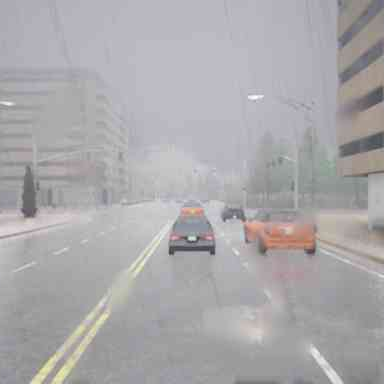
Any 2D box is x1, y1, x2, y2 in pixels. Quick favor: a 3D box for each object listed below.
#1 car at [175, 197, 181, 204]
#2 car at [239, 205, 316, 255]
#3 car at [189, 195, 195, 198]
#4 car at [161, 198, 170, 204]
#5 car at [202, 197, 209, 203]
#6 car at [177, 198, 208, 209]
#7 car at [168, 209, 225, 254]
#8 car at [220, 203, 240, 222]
[{"bbox_3d":[-3.473,2.172,88.605,2.097,1.767,4.553,0,-1,0],"label":"car"},{"bbox_3d":[3.507,1.481,14.082,2.097,1.767,4.553,0,-1,0],"label":"car"},{"bbox_3d":[0.027,2.290,89.414,1.882,1.535,5.008,0,-1,0],"label":"car"},{"bbox_3d":[-6.973,2.342,88.574,1.812,1.442,4.674,0,-1,0],"label":"car"},{"bbox_3d":[3.527,2.176,89.578,2.097,1.767,4.553,0,-1,0],"label":"car"},{"bbox_3d":[0.011,1.621,29.082,2.097,1.767,4.553,0,-1,0],"label":"car"},{"bbox_3d":[0.006,1.678,13.987,2.033,1.411,5.357,0,0,0],"label":"car"},{"bbox_3d":[3.576,1.779,29.276,1.837,1.490,4.892,0,0,3],"label":"car"}]
